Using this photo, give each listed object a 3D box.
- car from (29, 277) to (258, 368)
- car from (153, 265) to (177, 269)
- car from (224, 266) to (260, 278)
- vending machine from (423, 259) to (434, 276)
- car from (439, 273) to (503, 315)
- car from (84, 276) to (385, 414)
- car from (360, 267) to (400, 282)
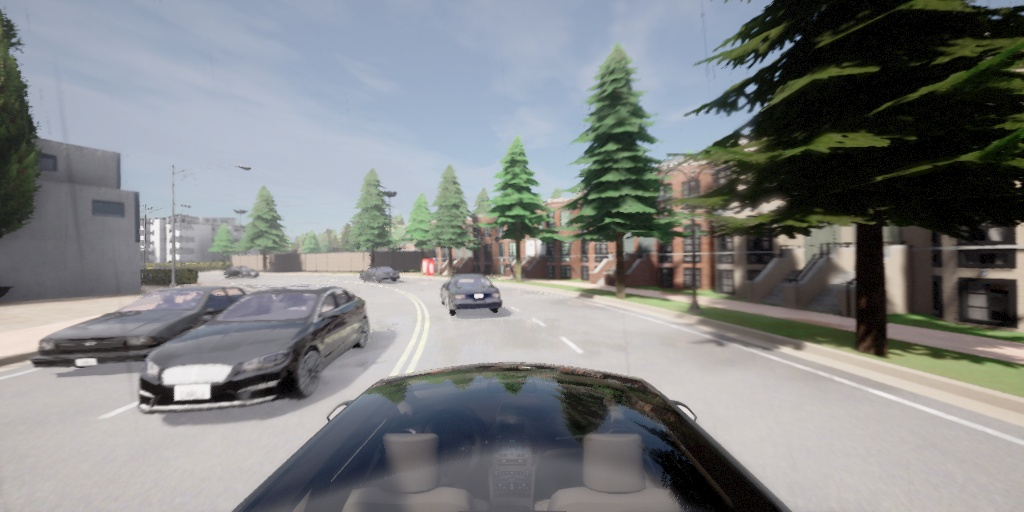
[{"bbox_3d":[-7.788,1.454,8.751,2.033,1.411,5.357,-1,0,-11],"label":"car"},{"bbox_3d":[-41.889,1.969,43.500,4.553,1.767,2.097,-1,0,27],"label":"car"},{"bbox_3d":[-31.988,1.963,42.467,4.902,1.511,2.128,-1,0,27],"label":"car"},{"bbox_3d":[-9.470,1.333,40.804,0.880,2.100,1.100,0,0,44],"label":"vending machine"},{"bbox_3d":[-1.796,1.405,14.363,2.033,1.411,5.357,-1,0,-16],"label":"car"},{"bbox_3d":[-4.029,1.330,6.571,2.128,1.511,4.902,-1,0,-8],"label":"car"},{"bbox_3d":[-12.188,1.673,33.000,2.033,1.411,5.357,0,-1,-43],"label":"car"}]
